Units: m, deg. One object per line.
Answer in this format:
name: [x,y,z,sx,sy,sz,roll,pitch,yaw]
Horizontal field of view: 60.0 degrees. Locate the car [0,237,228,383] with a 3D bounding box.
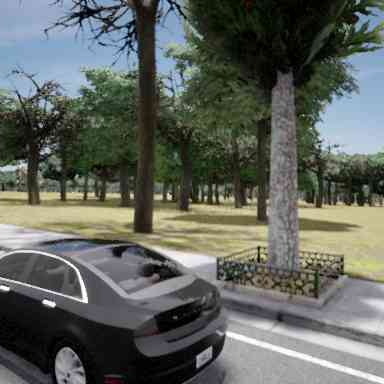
car: [-1.829,1.439,4.907,4.892,1.490,1.837,1,1,36]
